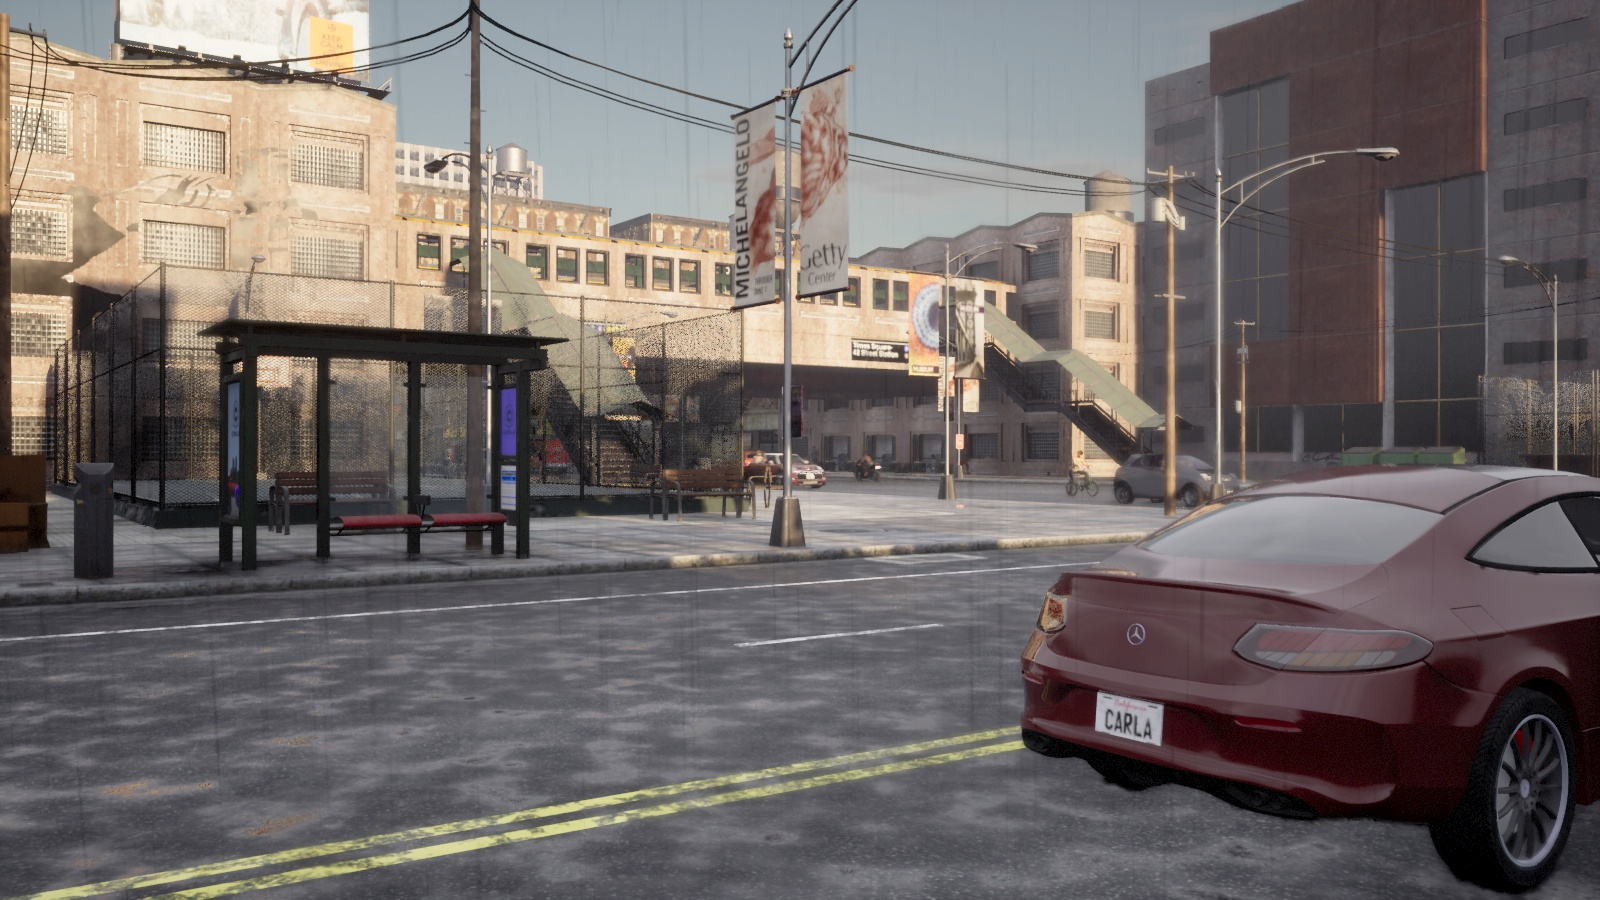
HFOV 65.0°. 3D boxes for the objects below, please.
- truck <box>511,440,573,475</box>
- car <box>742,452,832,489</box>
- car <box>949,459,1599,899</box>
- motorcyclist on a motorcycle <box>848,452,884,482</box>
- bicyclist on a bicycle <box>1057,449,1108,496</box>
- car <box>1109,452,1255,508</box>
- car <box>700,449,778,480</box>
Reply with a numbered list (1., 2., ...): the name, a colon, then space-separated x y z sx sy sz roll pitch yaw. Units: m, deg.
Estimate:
1. truck: -18.912 0.523 92.020 2.627 2.467 5.204 0 0 -34
2. car: -0.589 0.840 52.645 1.970 1.475 3.806 0 0 -34
3. car: 3.046 0.778 5.767 4.674 1.442 1.812 0 0 -35
4. motorcyclist on a motorcycle: 3.436 0.879 65.359 0.797 1.523 2.044 0 0 -34
5. bicyclist on a bicycle: 9.808 0.767 43.642 0.866 1.612 1.509 0 0 -35
6. car: 10.850 0.823 35.858 1.845 1.501 3.633 0 0 -33
7. car: -3.405 0.766 69.227 2.242 1.667 4.611 0 0 -34
